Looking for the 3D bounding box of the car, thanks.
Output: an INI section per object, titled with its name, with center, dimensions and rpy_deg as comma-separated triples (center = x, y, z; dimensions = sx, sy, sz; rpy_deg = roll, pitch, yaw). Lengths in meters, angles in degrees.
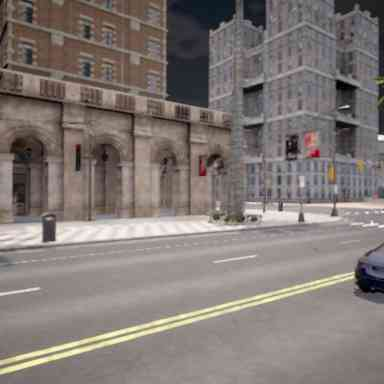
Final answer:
[car]
center = 5.673, 1.614, 7.796
dimensions = 4.181, 1.385, 1.994
rpy_deg = 0, 0, -35
